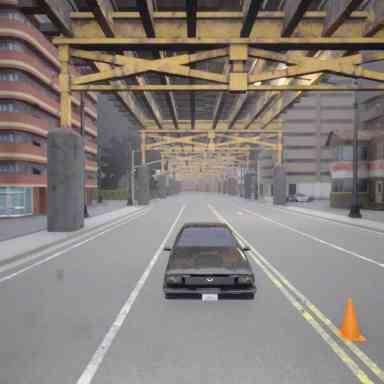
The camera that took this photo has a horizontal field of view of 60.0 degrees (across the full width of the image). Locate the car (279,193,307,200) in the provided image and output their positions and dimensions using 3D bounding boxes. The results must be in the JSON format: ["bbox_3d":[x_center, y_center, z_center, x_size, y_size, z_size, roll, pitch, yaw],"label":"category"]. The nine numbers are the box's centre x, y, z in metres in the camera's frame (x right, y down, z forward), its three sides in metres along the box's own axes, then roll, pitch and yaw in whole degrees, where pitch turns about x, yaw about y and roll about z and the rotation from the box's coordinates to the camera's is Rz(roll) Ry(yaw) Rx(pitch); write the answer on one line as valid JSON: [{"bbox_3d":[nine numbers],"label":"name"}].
[{"bbox_3d":[17.861,0.800,59.011,4.536,1.218,1.853,0,1,25],"label":"car"}]

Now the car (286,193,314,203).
[{"bbox_3d":[17.466,1.005,54.878,4.974,1.542,2.038,0,1,-20],"label":"car"}]

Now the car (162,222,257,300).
[{"bbox_3d":[0.362,1.533,8.764,2.033,1.411,5.357,0,0,1],"label":"car"}]

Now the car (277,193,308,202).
[{"bbox_3d":[17.814,0.957,59.035,4.974,1.542,2.038,0,1,25],"label":"car"}]

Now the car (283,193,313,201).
[{"bbox_3d":[17.515,0.847,54.894,4.536,1.218,1.853,0,1,-20],"label":"car"}]

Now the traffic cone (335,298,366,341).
[{"bbox_3d":[2.454,1.949,5.157,0.340,0.580,0.340,0,0,0],"label":"traffic cone"}]
